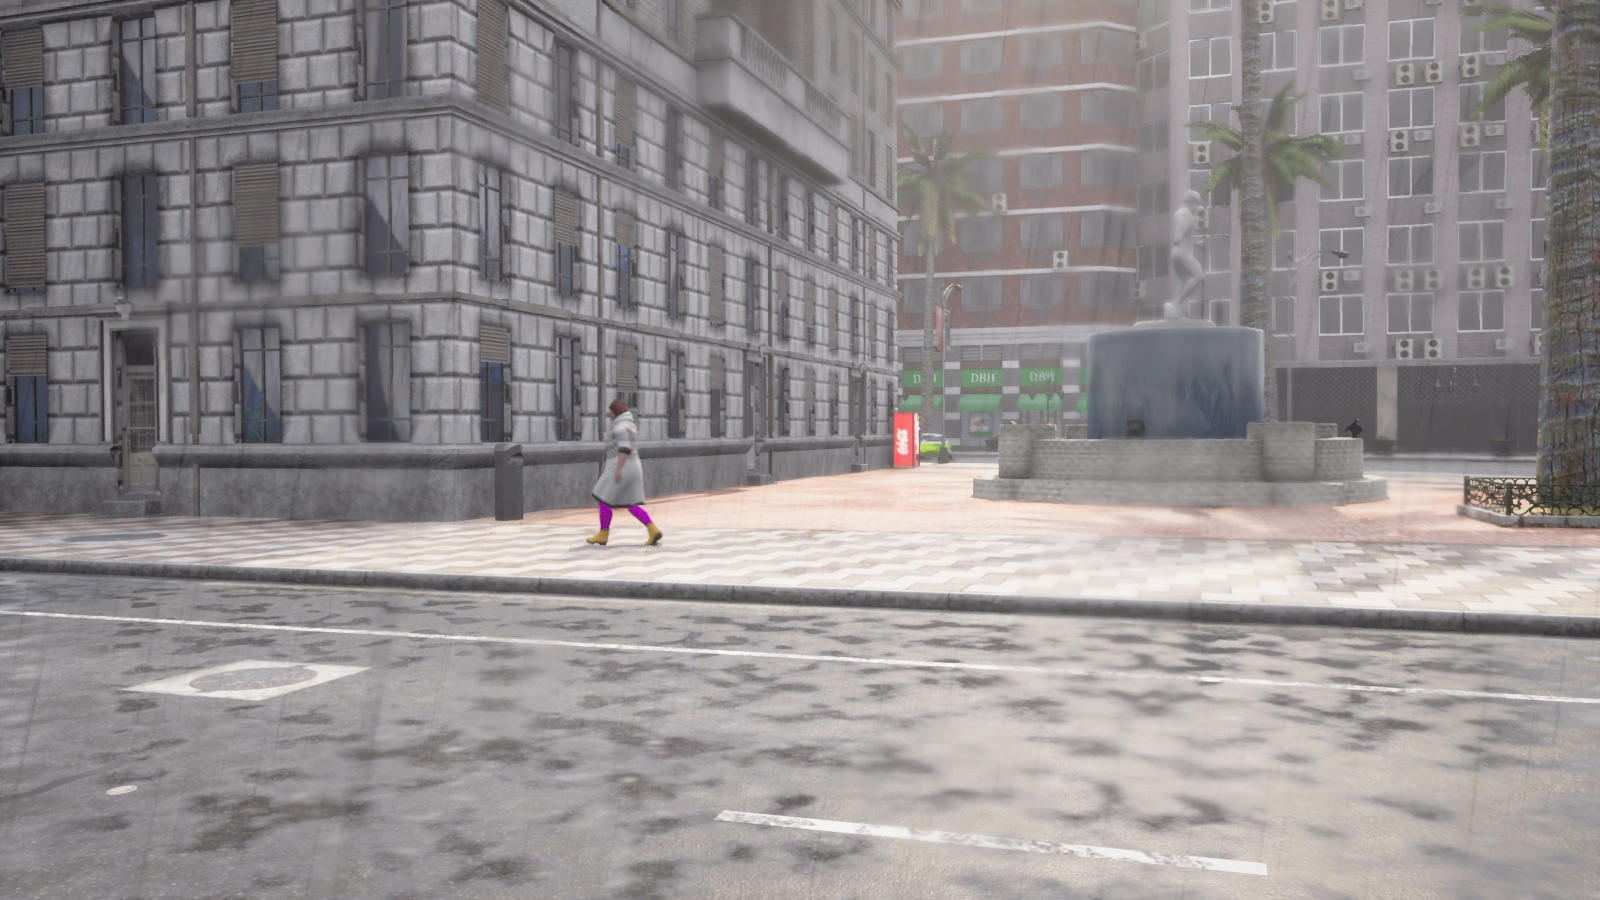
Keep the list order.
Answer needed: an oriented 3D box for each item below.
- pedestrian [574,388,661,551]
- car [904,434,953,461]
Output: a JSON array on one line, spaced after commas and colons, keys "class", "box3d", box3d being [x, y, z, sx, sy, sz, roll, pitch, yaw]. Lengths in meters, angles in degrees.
[{"class": "pedestrian", "box3d": [-2.249, 0.227, 15.502, 0.873, 1.952, 0.659, 0, 1, 16]}, {"class": "car", "box3d": [6.667, -0.137, 65.141, 2.207, 1.376, 1.481, 1, 1, 23]}]
